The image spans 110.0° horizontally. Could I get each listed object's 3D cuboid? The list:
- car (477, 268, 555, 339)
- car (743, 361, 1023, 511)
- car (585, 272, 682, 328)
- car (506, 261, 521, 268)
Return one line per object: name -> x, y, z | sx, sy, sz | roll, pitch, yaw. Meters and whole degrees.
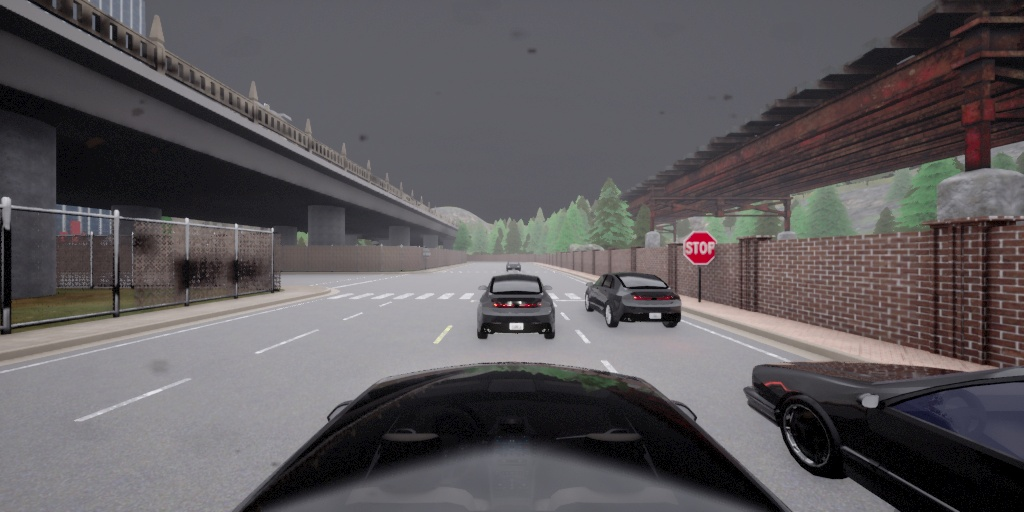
car -> 0.098, 1.255, 10.055 | 1.837, 1.490, 4.892 | 0, 0, 0
car -> 3.600, 1.297, 1.668 | 2.033, 1.411, 5.357 | 0, 0, 0
car -> 3.600, 1.255, 11.414 | 1.837, 1.490, 4.892 | 0, 0, 0
car -> 0.182, 1.351, 46.334 | 1.895, 1.301, 4.718 | 0, 0, -1
